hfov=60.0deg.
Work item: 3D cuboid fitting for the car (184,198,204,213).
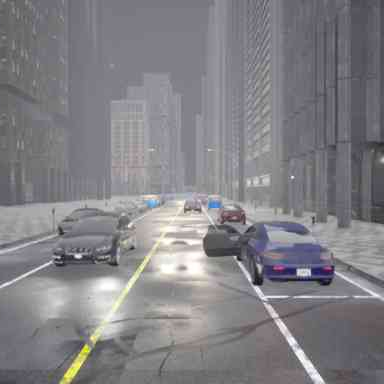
[{"bbox_3d":[0.077,1.597,36.613,1.895,1.301,4.718,0,0,0],"label":"car"}]

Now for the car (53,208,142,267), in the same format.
[{"bbox_3d":[-3.098,1.504,11.482,1.837,1.490,4.892,0,0,0],"label":"car"}]

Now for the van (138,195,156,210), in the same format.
[{"bbox_3d":[-5.763,1.336,40.750,1.690,1.788,3.998,0,0,0],"label":"van"}]

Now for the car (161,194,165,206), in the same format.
[{"bbox_3d":[-5.763,1.434,52.031,1.967,1.590,4.097,0,0,0],"label":"car"}]

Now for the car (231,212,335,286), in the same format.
[{"bbox_3d":[2.354,1.525,9.296,1.812,1.442,4.674,0,0,0],"label":"car"}]

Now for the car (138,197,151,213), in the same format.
[{"bbox_3d":[-5.763,1.521,34.939,1.752,1.417,4.829,0,0,0],"label":"car"}]

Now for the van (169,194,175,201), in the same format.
[{"bbox_3d":[-5.762,1.330,80.236,1.690,1.788,3.998,0,0,0],"label":"van"}]

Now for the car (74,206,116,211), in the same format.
[{"bbox_3d":[-5.763,1.564,18.187,1.947,1.339,4.313,0,0,0],"label":"car"}]

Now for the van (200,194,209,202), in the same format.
[{"bbox_3d":[2.763,1.331,74.598,1.690,1.788,3.998,0,0,0],"label":"van"}]

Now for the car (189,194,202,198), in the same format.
[{"bbox_3d":[0.020,1.472,46.880,1.882,1.535,5.008,0,0,0],"label":"car"}]

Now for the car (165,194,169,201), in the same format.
[{"bbox_3d":[-5.763,1.308,57.673,2.192,1.841,5.009,0,0,0],"label":"car"}]

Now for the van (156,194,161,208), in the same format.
[{"bbox_3d":[-5.763,1.336,46.390,1.690,1.788,3.998,0,0,0],"label":"van"}]

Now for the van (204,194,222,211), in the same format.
[{"bbox_3d":[2.762,1.336,40.754,1.690,1.788,3.998,0,0,0],"label":"van"}]

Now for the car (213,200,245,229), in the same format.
[{"bbox_3d":[2.762,1.542,23.832,1.887,1.381,4.507,0,0,0],"label":"car"}]

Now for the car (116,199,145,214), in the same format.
[{"bbox_3d":[-5.763,1.548,29.468,2.008,1.369,4.403,0,0,0],"label":"car"}]

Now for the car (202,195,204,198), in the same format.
[{"bbox_3d":[2.763,1.575,57.676,1.802,1.307,4.206,0,0,0],"label":"car"}]
